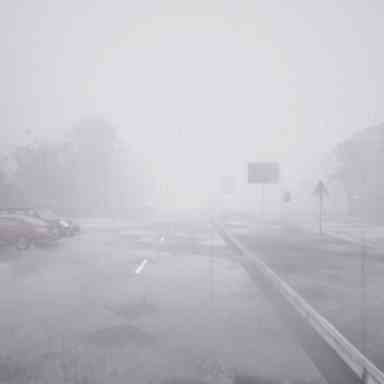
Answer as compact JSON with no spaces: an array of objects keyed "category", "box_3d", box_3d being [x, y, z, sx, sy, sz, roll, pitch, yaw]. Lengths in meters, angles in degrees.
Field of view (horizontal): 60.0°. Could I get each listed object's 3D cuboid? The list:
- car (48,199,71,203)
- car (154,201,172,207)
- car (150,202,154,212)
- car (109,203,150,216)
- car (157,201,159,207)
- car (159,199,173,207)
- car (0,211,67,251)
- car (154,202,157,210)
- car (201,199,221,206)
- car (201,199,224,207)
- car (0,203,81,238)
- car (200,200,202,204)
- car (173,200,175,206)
[{"category":"car","box_3d":[-26.160,2.145,65.237,4.553,1.767,2.097,1,2,0]},{"category":"car","box_3d":[-7.665,3.172,88.575,4.674,1.452,2.002,0,-1,1]},{"category":"car","box_3d":[-8.056,2.274,45.324,4.892,1.521,2.231,0,-1,1]},{"category":"car","box_3d":[-8.089,2.251,42.048,4.674,1.452,2.002,0,-1,1]},{"category":"car","box_3d":[-8.000,2.434,51.744,4.674,1.452,2.002,0,-1,1]},{"category":"car","box_3d":[-7.733,2.938,80.223,5.008,1.535,2.097,0,-1,1]},{"category":"car","box_3d":[-8.304,1.733,14.547,4.674,1.452,2.002,0,-1,0]},{"category":"car","box_3d":[-8.037,2.334,48.596,5.008,1.535,2.097,0,-1,1]},{"category":"car","box_3d":[5.437,3.035,94.080,5.566,2.045,2.435,0,-2,0]},{"category":"car","box_3d":[5.372,3.008,82.866,4.892,1.521,2.231,0,-1,1]},{"category":"car","box_3d":[-8.348,1.625,17.721,4.553,1.767,2.185,0,-1,0]},{"category":"car","box_3d":[5.363,2.820,85.673,5.566,2.045,2.435,0,-1,1]},{"category":"car","box_3d":[-7.693,3.063,85.790,5.008,1.535,2.097,0,-1,1]}]
